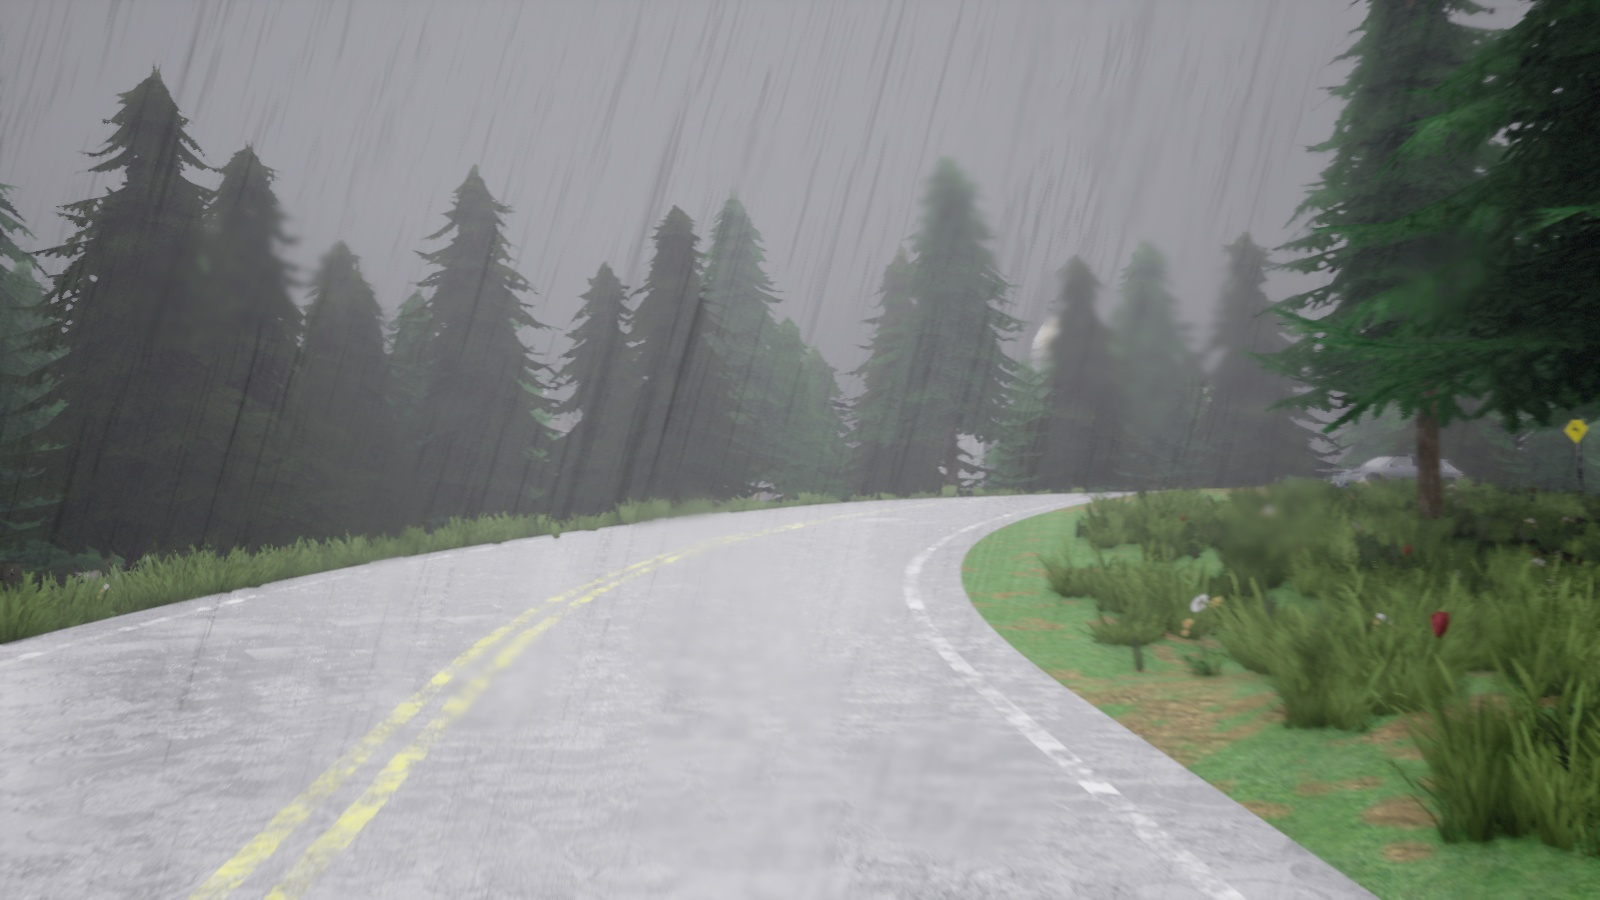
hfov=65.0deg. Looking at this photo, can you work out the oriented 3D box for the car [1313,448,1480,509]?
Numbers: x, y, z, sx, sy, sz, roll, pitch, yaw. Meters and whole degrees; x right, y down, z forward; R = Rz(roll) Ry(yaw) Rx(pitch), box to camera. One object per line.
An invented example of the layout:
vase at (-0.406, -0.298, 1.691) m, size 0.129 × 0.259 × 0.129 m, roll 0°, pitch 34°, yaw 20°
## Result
car at (19.868, 0.988, 41.869) m, size 4.856 × 1.649 × 2.033 m, roll 4°, pitch -5°, yaw -15°
